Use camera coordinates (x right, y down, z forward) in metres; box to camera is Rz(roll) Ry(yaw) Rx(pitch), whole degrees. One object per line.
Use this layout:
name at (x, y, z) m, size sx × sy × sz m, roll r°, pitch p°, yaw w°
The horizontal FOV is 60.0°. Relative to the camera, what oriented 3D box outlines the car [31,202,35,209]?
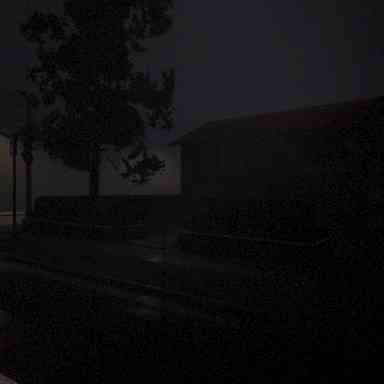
car at (-19.025, 1.524, 44.382) m, size 1.812 × 1.442 × 4.674 m, roll 0°, pitch 0°, yaw 36°
